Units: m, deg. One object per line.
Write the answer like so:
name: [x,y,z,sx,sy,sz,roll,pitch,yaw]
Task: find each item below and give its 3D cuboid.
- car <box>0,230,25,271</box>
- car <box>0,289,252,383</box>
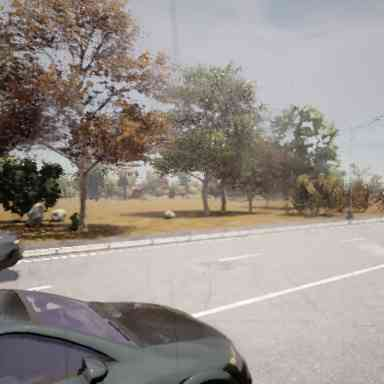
car: [-6.678,1.490,7.827,4.902,1.511,2.128,0,0,-36]
car: [-1.479,1.564,2.690,4.181,1.385,1.994,0,0,-36]
